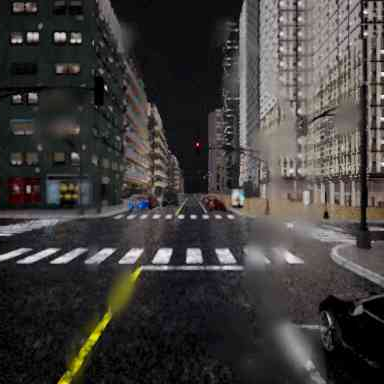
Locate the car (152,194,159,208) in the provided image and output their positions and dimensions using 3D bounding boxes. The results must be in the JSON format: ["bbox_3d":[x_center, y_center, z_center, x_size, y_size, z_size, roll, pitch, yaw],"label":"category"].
[{"bbox_3d":[-5.678,1.151,40.997,2.192,1.841,5.009,0,0,0],"label":"car"}]

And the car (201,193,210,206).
[{"bbox_3d":[2.703,1.255,46.524,1.967,1.590,4.097,0,0,0],"label":"car"}]

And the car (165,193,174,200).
[{"bbox_3d":[-5.675,1.125,85.218,1.967,1.590,4.097,0,0,0],"label":"car"}]

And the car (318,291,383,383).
[{"bbox_3d":[2.698,1.552,3.064,1.947,1.339,4.313,0,0,0],"label":"car"}]

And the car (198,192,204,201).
[{"bbox_3d":[2.704,1.196,63.106,1.967,1.590,4.097,0,0,0],"label":"car"}]

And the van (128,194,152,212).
[{"bbox_3d":[-5.679,1.198,35.470,1.690,1.788,3.998,0,0,0],"label":"van"}]

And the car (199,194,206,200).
[{"bbox_3d":[2.704,1.266,85.217,1.802,1.307,4.206,0,0,0],"label":"car"}]

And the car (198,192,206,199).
[{"bbox_3d":[2.706,0.982,90.744,2.192,1.841,5.009,0,0,0],"label":"car"}]

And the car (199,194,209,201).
[{"bbox_3d":[2.704,1.270,74.162,2.008,1.369,4.403,0,0,0],"label":"car"}]

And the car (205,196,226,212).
[{"bbox_3d":[2.701,1.439,35.469,1.802,1.307,4.206,0,0,0],"label":"car"}]

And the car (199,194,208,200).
[{"bbox_3d":[2.704,1.246,79.690,1.887,1.381,4.507,0,0,0],"label":"car"}]

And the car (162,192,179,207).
[{"bbox_3d":[-2.995,1.053,47.004,2.150,2.045,5.566,0,0,0],"label":"car"}]

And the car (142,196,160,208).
[{"bbox_3d":[-5.679,1.360,46.526,1.887,1.381,4.507,0,0,0],"label":"car"}]
